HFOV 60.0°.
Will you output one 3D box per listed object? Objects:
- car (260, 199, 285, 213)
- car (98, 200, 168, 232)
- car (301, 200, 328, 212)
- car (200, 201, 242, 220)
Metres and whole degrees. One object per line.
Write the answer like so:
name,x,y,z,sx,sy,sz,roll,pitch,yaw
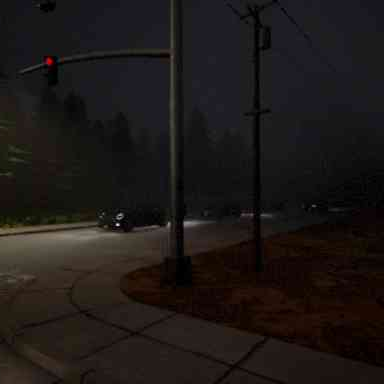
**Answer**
car,8.798,1.509,37.368,1.882,1.535,5.008,0,0,37
car,-3.578,1.385,20.711,2.097,1.767,4.553,0,0,37
car,14.415,1.631,38.762,1.895,1.301,4.718,0,0,37
car,2.582,1.524,29.014,2.128,1.511,4.902,0,0,37
